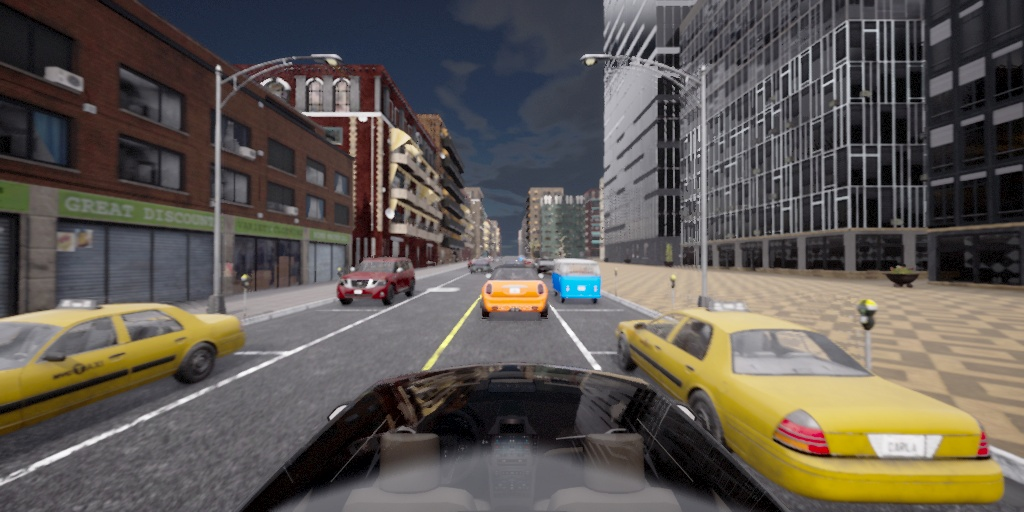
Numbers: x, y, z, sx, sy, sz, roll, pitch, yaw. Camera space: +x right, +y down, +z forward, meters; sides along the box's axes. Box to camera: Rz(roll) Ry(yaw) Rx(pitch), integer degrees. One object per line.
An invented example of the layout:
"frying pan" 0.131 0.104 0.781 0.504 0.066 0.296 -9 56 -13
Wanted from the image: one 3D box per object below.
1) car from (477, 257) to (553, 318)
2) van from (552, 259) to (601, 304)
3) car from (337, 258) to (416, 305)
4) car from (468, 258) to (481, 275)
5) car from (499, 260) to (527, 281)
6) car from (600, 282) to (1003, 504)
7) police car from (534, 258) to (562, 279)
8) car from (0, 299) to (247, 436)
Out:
"car" 0.090 1.048 12.882 2.097 1.767 4.553 0 0 0
"van" 2.690 1.024 15.757 1.690 1.789 3.998 0 0 0
"car" -5.691 0.997 15.756 2.192 1.841 5.009 0 0 0
"car" -3.099 1.151 36.323 1.994 1.385 4.181 0 0 0
"car" 0.091 1.111 29.308 2.128 1.511 4.902 0 0 0
"car" 2.691 1.261 4.786 1.751 1.417 4.829 0 0 0
"police car" 3.130 1.032 31.919 1.930 1.638 5.238 0 0 0
"car" -5.690 1.261 4.447 1.751 1.417 4.829 0 0 0
